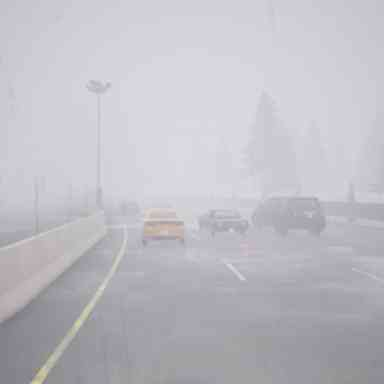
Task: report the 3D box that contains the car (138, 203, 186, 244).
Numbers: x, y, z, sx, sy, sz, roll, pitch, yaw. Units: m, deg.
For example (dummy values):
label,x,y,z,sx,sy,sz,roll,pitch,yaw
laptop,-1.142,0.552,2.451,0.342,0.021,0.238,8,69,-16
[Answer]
label,x,y,z,sx,sy,sz,roll,pitch,yaw
car,-1.508,1.522,16.184,1.882,1.535,5.008,0,0,-9

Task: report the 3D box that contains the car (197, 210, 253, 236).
label,x,y,z,sx,sy,sz,roll,pitch,yaw
car,1.580,1.641,18.925,1.895,1.301,4.718,0,0,-10

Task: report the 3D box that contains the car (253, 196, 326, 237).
label,x,y,z,sx,sy,sz,roll,pitch,yaw
car,5.195,1.247,18.578,2.150,2.045,5.566,0,0,-10

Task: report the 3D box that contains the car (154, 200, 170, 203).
label,x,y,z,sx,sy,sz,roll,pitch,yaw
car,-3.334,1.625,36.209,1.812,1.442,4.674,0,0,-21

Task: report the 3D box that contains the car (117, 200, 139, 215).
label,x,y,z,sx,sy,sz,roll,pitch,yaw
car,-6.896,1.604,35.775,2.128,1.511,4.902,0,0,-21
